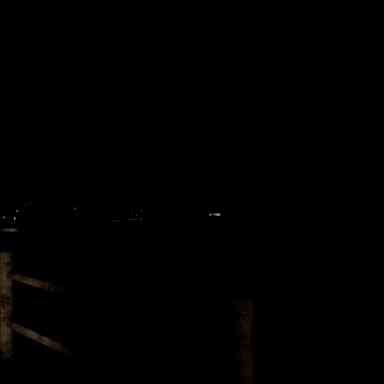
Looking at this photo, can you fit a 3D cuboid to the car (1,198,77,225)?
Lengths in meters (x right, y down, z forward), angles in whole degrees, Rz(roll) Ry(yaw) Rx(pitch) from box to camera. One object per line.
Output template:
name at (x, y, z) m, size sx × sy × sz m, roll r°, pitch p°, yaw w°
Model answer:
car at (-11.831, 1.507, 26.195) m, size 2.150 × 2.045 × 5.566 m, roll -1°, pitch -1°, yaw 36°

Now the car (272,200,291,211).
car at (15.972, 2.343, 59.190) m, size 2.097 × 1.767 × 4.553 m, roll -1°, pitch -1°, yaw 38°

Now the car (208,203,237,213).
car at (4.527, 2.299, 48.475) m, size 2.033 × 1.411 × 5.357 m, roll -1°, pitch -1°, yaw 37°

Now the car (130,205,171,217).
car at (-4.480, 2.096, 36.231) m, size 1.895 × 1.301 × 4.718 m, roll -1°, pitch -1°, yaw 36°
